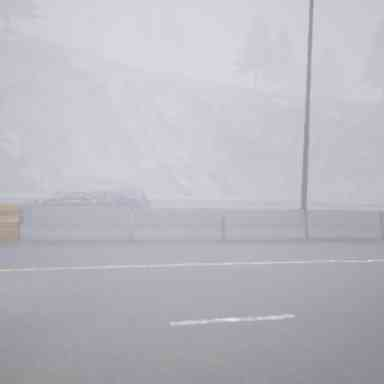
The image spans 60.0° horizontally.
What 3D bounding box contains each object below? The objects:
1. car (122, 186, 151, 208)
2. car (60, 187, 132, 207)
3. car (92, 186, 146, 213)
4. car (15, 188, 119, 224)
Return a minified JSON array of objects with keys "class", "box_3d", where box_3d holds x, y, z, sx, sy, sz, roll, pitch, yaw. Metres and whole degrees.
[{"class":"car","box_3d":[-5.220,0.357,23.696,4.553,1.767,2.097,1,2,-12]},{"class":"car","box_3d":[-7.631,0.379,26.787,5.357,1.411,2.033,1,2,-13]},{"class":"car","box_3d":[-5.516,0.603,20.066,5.008,1.535,1.882,1,2,-13]},{"class":"car","box_3d":[-6.254,0.731,16.308,4.902,1.511,2.128,1,2,-13]}]
